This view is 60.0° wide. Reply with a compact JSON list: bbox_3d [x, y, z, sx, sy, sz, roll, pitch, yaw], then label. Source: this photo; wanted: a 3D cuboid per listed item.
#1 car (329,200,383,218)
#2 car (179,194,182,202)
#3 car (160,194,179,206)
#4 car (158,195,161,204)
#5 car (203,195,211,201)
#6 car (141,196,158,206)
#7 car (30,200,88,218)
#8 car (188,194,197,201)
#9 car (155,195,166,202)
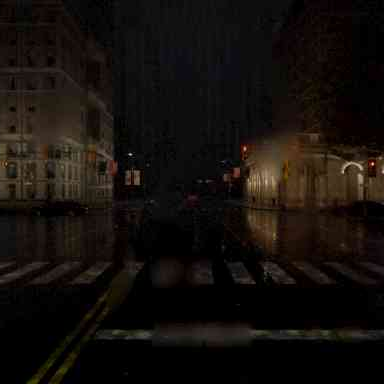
[{"bbox_3d":[14.732,1.477,29.375,5.008,1.535,1.882,0,0,0],"label":"car"},{"bbox_3d":[-3.534,1.547,64.503,2.033,1.411,5.357,0,0,2],"label":"car"},{"bbox_3d":[-3.584,1.505,54.260,1.837,1.490,4.892,0,0,1],"label":"car"},{"bbox_3d":[-7.049,1.564,63.785,1.994,1.385,4.181,0,0,2],"label":"car"},{"bbox_3d":[3.633,1.464,78.607,2.033,1.411,5.357,0,0,1],"label":"car"},{"bbox_3d":[-7.085,1.505,54.279,1.837,1.490,4.892,0,0,0],"label":"car"},{"bbox_3d":[-11.736,1.505,29.507,4.892,1.490,1.837,0,0,0],"label":"car"},{"bbox_3d":[0.133,1.279,78.610,2.097,1.767,4.553,0,0,1],"label":"car"},{"bbox_3d":[-6.913,1.500,73.914,1.837,1.490,4.892,0,0,1],"label":"car"}]
